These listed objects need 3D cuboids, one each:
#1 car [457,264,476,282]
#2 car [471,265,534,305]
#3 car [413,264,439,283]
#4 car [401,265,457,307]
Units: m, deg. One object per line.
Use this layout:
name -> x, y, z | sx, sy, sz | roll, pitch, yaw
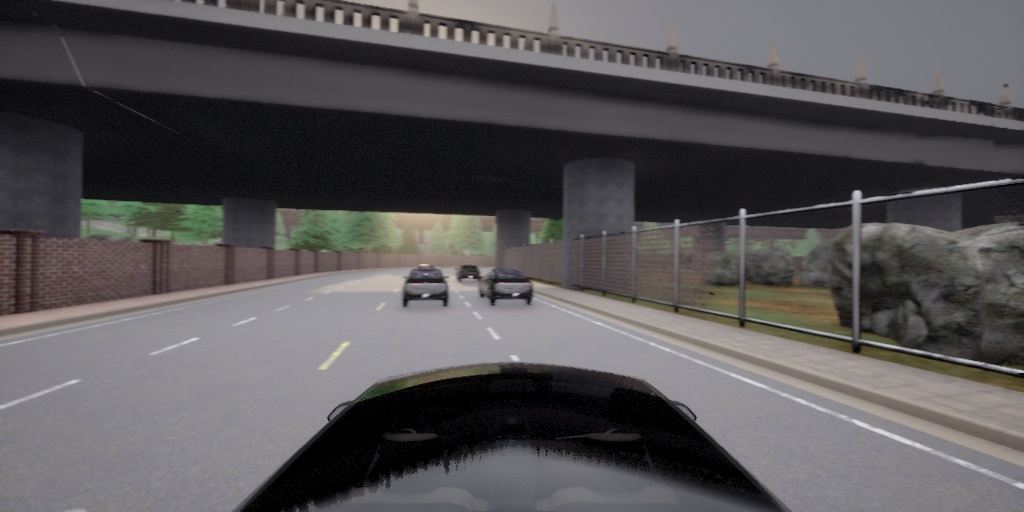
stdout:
car -> -3.870, 1.425, 31.315 | 1.837, 1.490, 4.892 | 1, 0, -13
car -> -0.404, 1.348, 16.718 | 2.128, 1.511, 4.902 | 1, 0, -13
car -> -7.275, 1.432, 30.507 | 1.994, 1.385, 4.181 | 1, 0, -13
car -> -3.807, 1.297, 15.899 | 2.128, 1.511, 4.902 | 1, 0, -13
